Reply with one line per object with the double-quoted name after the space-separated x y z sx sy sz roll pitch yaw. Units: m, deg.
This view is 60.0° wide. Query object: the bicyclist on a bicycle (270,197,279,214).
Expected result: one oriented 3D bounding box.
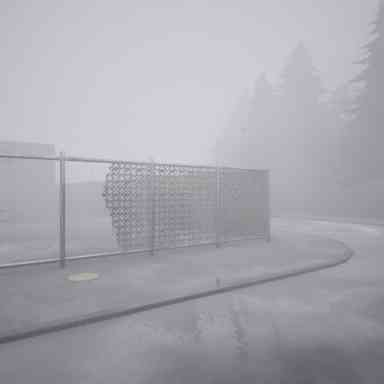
7.935 1.349 32.468 1.656 1.620 0.582 0 0 -36 "bicyclist on a bicycle"
